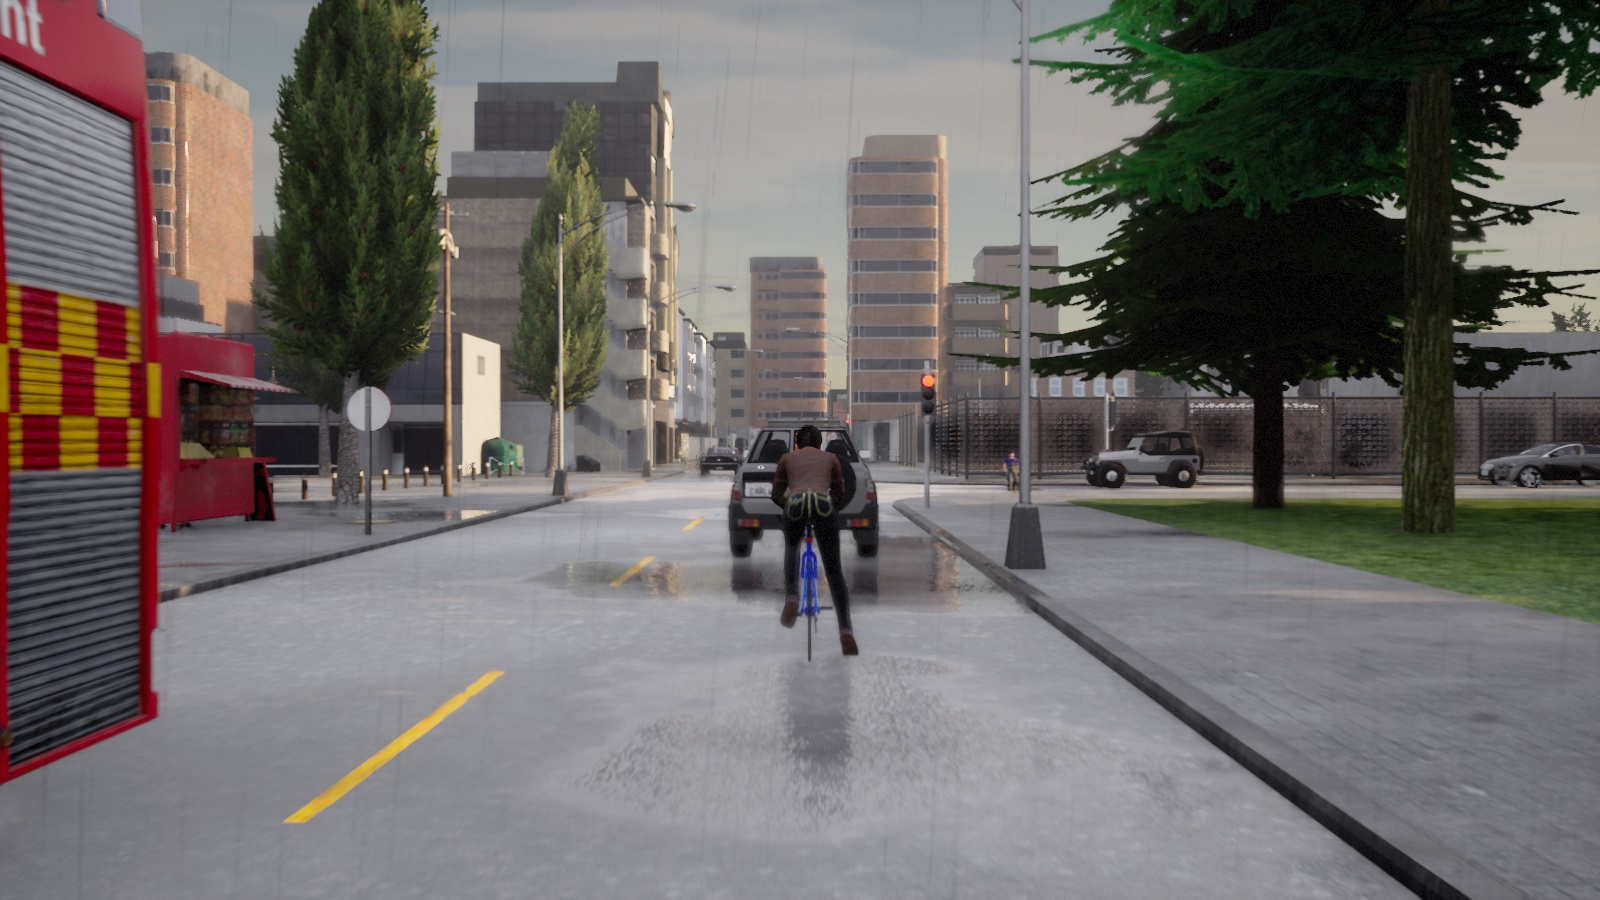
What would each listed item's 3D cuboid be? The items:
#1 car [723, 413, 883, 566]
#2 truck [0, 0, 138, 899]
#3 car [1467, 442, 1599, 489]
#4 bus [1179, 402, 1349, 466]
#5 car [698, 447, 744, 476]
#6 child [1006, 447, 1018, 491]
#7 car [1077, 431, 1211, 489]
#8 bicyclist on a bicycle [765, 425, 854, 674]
[{"bbox_3d":[0.087,0.464,17.519,1.932,1.855,4.605,0,0,1],"label":"car"},{"bbox_3d":[-3.980,-0.424,0.527,2.891,3.827,8.468,0,0,0],"label":"truck"},{"bbox_3d":[24.861,0.491,41.144,4.902,1.511,2.128,0,0,0],"label":"car"},{"bbox_3d":[31.826,-1.092,86.549,10.273,4.253,3.944,0,0,4],"label":"bus"},{"bbox_3d":[-3.716,0.506,59.905,1.895,1.301,4.718,0,0,0],"label":"car"},{"bbox_3d":[6.110,0.553,36.152,0.270,1.263,0.437,0,0,0],"label":"child"},{"bbox_3d":[11.250,0.319,41.211,3.866,1.878,1.905,0,0,0],"label":"car"},{"bbox_3d":[0.066,0.649,9.006,0.582,1.620,1.656,0,0,0],"label":"bicyclist on a bicycle"}]
